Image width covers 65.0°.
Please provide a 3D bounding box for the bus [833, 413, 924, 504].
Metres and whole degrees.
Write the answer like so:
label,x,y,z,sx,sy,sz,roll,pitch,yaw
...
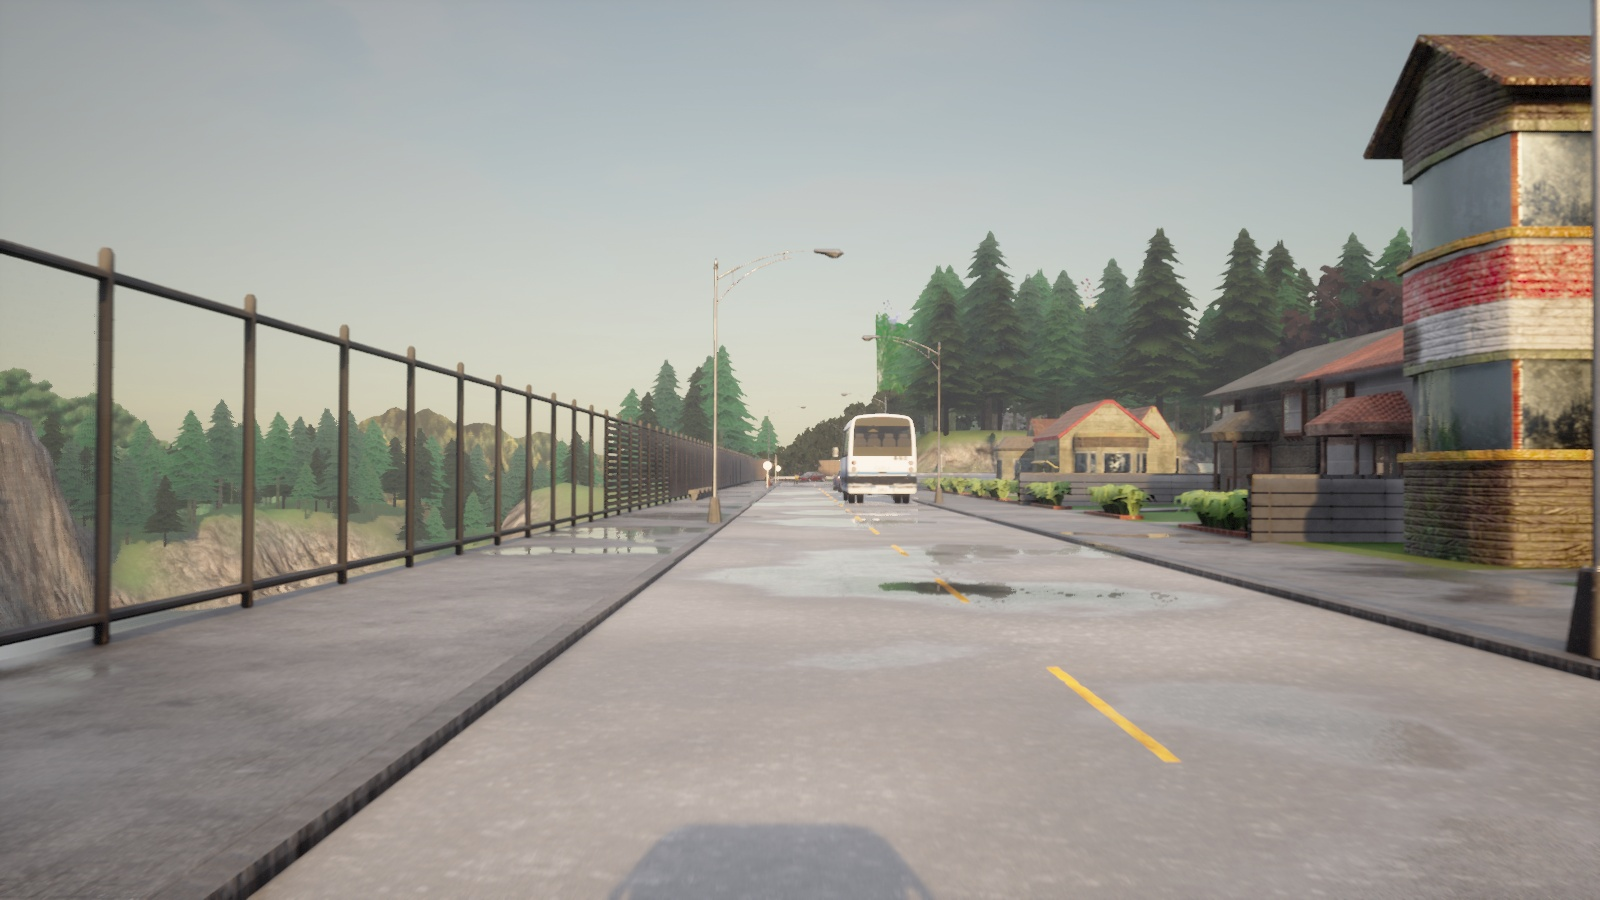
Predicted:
label,x,y,z,sx,sy,sz,roll,pitch,yaw
bus,3.839,0.498,64.258,3.944,4.253,10.273,0,-1,0
